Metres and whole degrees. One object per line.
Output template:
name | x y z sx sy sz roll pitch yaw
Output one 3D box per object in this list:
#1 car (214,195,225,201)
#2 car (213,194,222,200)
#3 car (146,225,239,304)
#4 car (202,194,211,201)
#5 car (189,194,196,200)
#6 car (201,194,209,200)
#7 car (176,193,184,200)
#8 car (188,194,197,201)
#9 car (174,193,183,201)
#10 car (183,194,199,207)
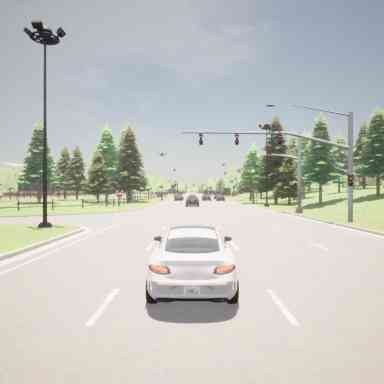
car | 7.111 1.516 82.529 2.128 1.511 4.902 0 0 0
car | 7.125 1.384 92.949 1.994 1.385 4.181 0 0 0
car | 0.017 1.526 8.022 1.812 1.442 4.674 0 0 0
car | 3.611 1.347 82.921 2.097 1.767 4.553 0 0 0
car | 0.125 1.332 92.959 1.837 1.490 4.892 0 0 0
car | 3.625 1.372 92.954 2.033 1.411 5.357 0 0 0
car | -3.375 1.187 92.933 2.097 1.767 4.553 0 0 0
car | 0.111 1.347 82.925 2.097 1.767 4.553 0 0 0
car | -3.389 1.543 82.927 1.994 1.385 4.181 0 0 0
car | 0.070 1.352 51.896 2.097 1.767 4.553 0 0 0
